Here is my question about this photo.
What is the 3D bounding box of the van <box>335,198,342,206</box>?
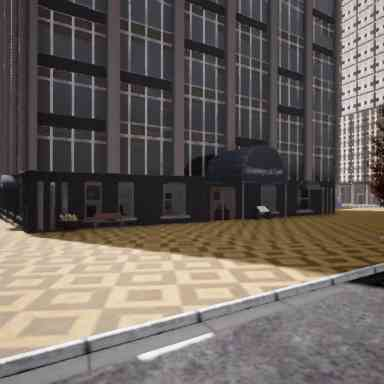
[{"bbox_3d":[27.298,1.973,64.885,1.690,1.788,3.998,-1,-1,-22],"label":"van"}]

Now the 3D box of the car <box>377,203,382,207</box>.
[{"bbox_3d":[37.181,2.127,62.815,1.947,1.339,4.313,-1,-1,-22],"label":"car"}]
